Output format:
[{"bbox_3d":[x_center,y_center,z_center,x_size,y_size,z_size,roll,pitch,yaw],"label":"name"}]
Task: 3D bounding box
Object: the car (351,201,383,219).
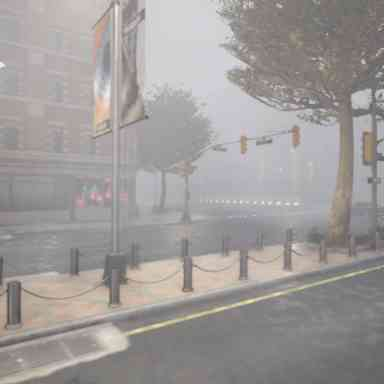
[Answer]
[{"bbox_3d":[15.303,1.589,29.732,1.837,1.490,4.892,1,0,-15],"label":"car"}]
